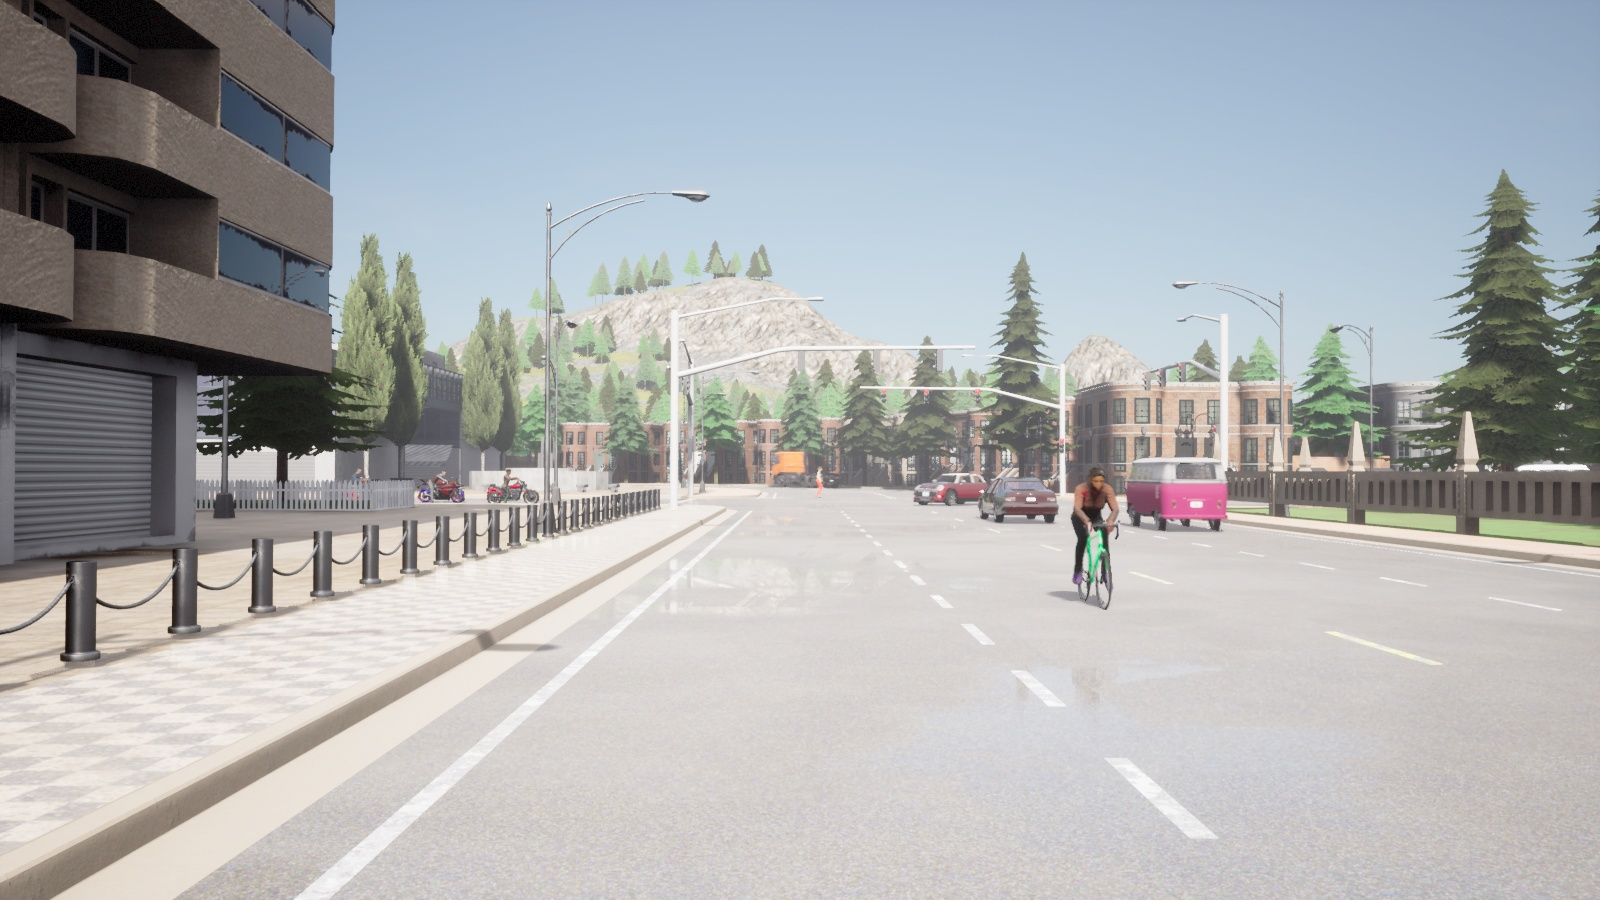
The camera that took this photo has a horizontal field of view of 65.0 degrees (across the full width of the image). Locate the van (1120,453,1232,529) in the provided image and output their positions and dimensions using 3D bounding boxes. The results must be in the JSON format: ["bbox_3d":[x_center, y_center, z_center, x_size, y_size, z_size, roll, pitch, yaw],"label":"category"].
[{"bbox_3d":[10.410,1.114,35.093,1.775,1.987,4.442,0,-1,0],"label":"van"}]

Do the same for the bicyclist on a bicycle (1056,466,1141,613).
[{"bbox_3d":[3.462,1.000,14.694,0.582,1.620,1.656,0,-1,0],"label":"bicyclist on a bicycle"}]

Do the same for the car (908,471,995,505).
[{"bbox_3d":[7.014,1.723,57.979,3.806,1.475,1.970,1,-1,-43],"label":"car"}]

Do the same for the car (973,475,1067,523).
[{"bbox_3d":[6.898,1.504,39.958,2.033,1.411,5.357,0,-1,0],"label":"car"}]

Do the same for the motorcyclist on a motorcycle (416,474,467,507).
[{"bbox_3d":[-16.851,1.906,59.067,2.191,1.530,0.866,0,-1,0],"label":"motorcyclist on a motorcycle"}]

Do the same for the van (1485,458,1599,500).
[{"bbox_3d":[37.066,1.441,62.750,4.480,2.038,2.069,0,-1,0],"label":"van"}]

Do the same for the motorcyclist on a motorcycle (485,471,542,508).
[{"bbox_3d":[-12.683,1.747,55.582,2.350,1.649,0.766,0,-1,0],"label":"motorcyclist on a motorcycle"}]
